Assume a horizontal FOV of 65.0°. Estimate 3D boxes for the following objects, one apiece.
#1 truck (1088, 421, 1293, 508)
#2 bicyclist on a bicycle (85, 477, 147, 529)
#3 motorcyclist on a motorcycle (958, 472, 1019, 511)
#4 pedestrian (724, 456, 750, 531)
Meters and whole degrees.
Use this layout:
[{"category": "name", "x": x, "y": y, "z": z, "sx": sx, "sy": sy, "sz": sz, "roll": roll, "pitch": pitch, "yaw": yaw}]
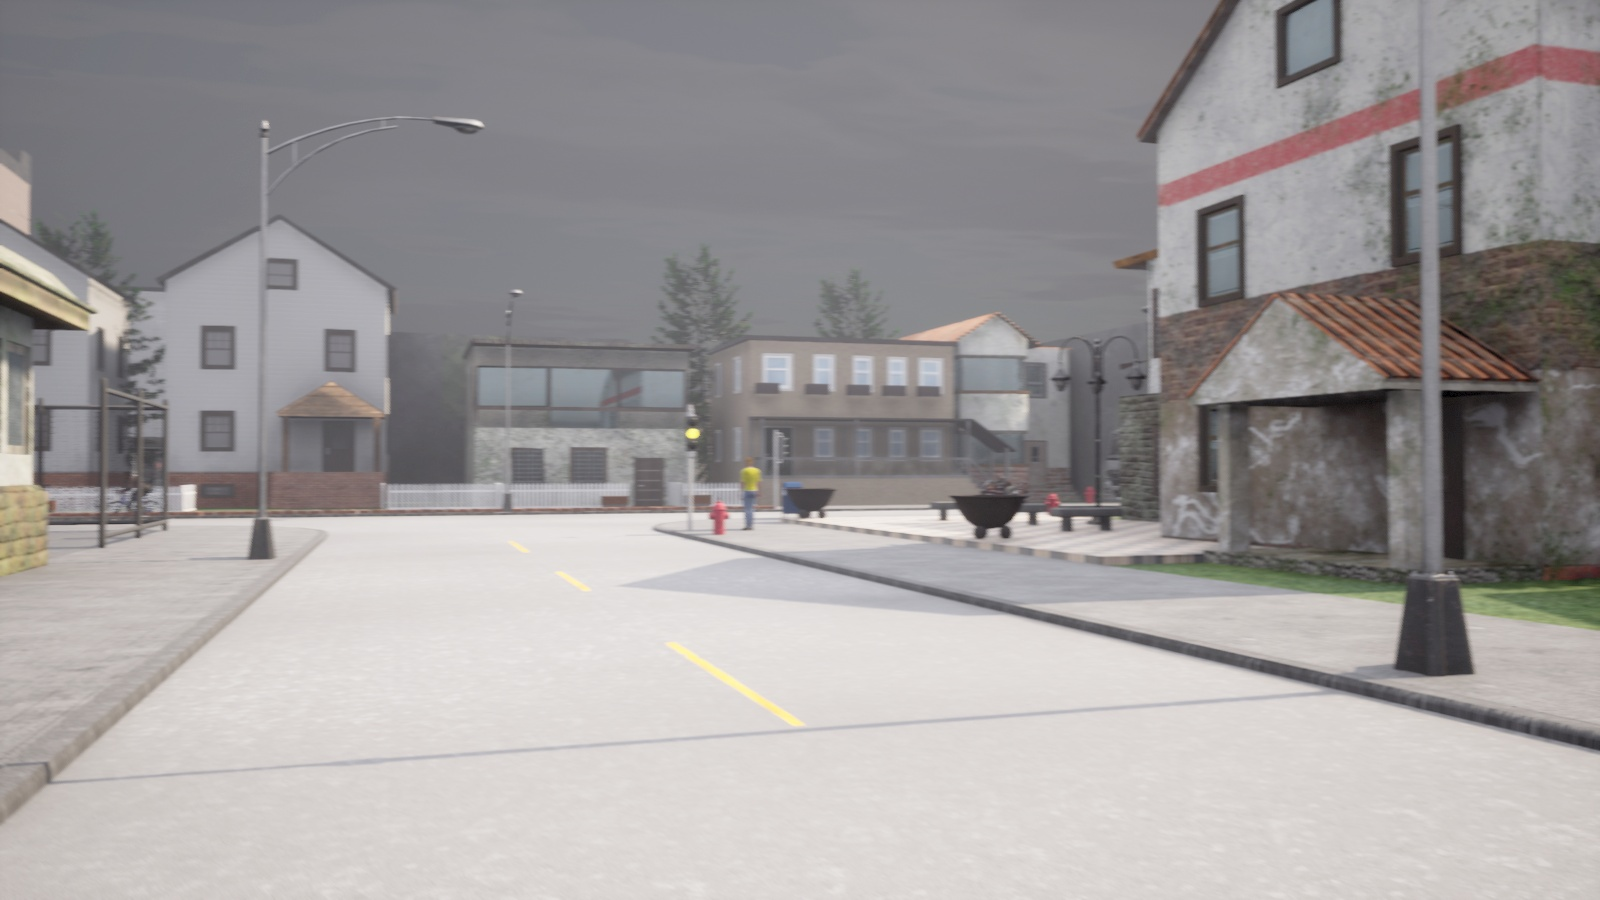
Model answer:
[{"category": "truck", "x": 16.333, "y": 0.577, "z": 52.594, "sx": 7.936, "sy": 3.462, "sz": 2.891, "roll": 0, "pitch": -1, "yaw": -18}, {"category": "bicyclist on a bicycle", "x": -21.792, "y": 1.674, "z": 40.022, "sx": 1.656, "sy": 1.620, "sz": 0.582, "roll": -1, "pitch": -1, "yaw": -17}, {"category": "motorcyclist on a motorcycle", "x": 7.459, "y": 1.632, "z": 49.669, "sx": 2.191, "sy": 1.530, "sz": 0.866, "roll": 0, "pitch": -1, "yaw": -18}, {"category": "pedestrian", "x": -1.584, "y": 1.078, "z": 31.404, "sx": 0.354, "sy": 1.836, "sz": 0.706, "roll": 0, "pitch": -1, "yaw": -30}]
